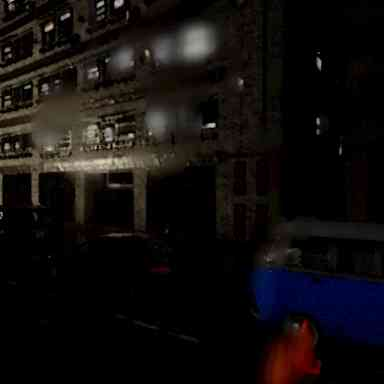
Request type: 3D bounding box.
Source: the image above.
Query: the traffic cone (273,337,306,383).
[{"bbox_3d":[1.014,1.959,3.687,0.340,0.580,0.340,0,0,36],"label":"traffic cone"}]

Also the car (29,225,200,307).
[{"bbox_3d":[-1.772,1.598,7.813,4.206,1.307,1.802,0,1,36],"label":"car"}]

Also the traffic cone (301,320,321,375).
[{"bbox_3d":[1.477,1.957,4.311,0.340,0.580,0.340,0,0,25],"label":"traffic cone"}]

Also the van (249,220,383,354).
[{"bbox_3d":[2.824,1.342,4.506,3.998,1.788,1.690,0,1,36],"label":"van"}]

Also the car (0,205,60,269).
[{"bbox_3d":[-6.375,1.347,11.117,5.009,1.841,2.192,0,1,36],"label":"car"}]
